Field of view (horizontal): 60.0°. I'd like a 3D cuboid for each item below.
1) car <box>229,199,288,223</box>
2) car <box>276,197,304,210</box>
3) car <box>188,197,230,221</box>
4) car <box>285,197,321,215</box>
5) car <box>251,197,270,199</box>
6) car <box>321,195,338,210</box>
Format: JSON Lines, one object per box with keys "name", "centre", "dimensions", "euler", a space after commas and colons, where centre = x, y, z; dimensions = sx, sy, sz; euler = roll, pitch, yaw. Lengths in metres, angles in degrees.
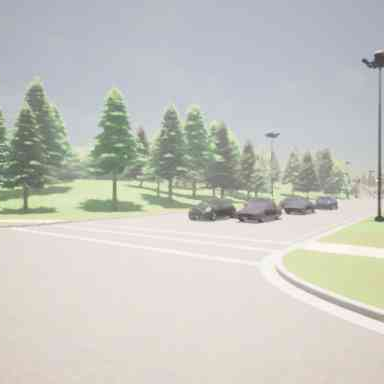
{"name": "car", "centre": [5.240, 1.490, 25.498], "dimensions": [2.033, 1.411, 5.357], "euler": [0, 0, 35]}
{"name": "car", "centre": [12.389, 1.429, 41.729], "dimensions": [1.837, 1.490, 4.892], "euler": [0, 0, 35]}
{"name": "car", "centre": [1.622, 1.275, 26.434], "dimensions": [2.097, 1.767, 4.553], "euler": [0, 0, 35]}
{"name": "car", "centre": [11.033, 1.491, 33.733], "dimensions": [2.033, 1.411, 5.357], "euler": [0, 0, 35]}
{"name": "car", "centre": [6.719, 1.276, 33.679], "dimensions": [2.097, 1.767, 4.553], "euler": [0, 0, 35]}
{"name": "car", "centre": [16.900, 1.296, 42.046], "dimensions": [2.097, 1.767, 4.553], "euler": [0, 0, 35]}
